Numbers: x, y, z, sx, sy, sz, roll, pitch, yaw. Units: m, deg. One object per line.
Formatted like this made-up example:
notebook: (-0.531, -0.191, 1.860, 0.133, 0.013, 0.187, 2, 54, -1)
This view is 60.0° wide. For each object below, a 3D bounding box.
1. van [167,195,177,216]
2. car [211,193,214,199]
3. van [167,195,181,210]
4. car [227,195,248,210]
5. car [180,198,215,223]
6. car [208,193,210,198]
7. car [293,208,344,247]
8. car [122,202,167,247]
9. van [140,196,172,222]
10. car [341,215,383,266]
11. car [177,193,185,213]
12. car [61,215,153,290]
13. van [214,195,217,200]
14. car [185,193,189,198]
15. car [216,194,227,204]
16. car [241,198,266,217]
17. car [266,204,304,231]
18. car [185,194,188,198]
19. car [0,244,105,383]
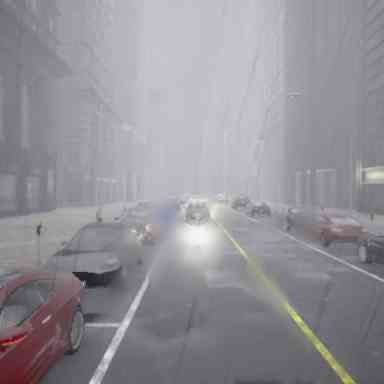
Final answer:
van: (-2.334, 1.317, 26.014, 1.690, 1.788, 3.998, 0, 0, 0)
car: (6.360, 1.460, 82.366, 1.967, 1.590, 4.097, 0, 0, 0)
van: (-2.283, 1.314, 42.923, 1.690, 1.788, 3.998, 0, 0, 0)
car: (6.242, 1.320, 42.912, 2.192, 1.841, 5.009, 0, 0, 0)
car: (0.428, 1.478, 25.343, 2.128, 1.511, 4.902, 0, 0, 0)
car: (6.394, 1.577, 93.639, 2.008, 1.369, 4.403, 0, 0, 0)
car: (6.157, 1.594, 14.732, 1.802, 1.307, 4.206, 0, 0, 0)
car: (-2.368, 1.421, 14.741, 1.967, 1.590, 4.097, 0, 0, 0)
van: (-2.351, 1.319, 20.378, 1.690, 1.788, 3.998, 0, 0, 0)
car: (6.140, 1.567, 9.095, 2.008, 1.369, 4.403, 0, 0, 0)
car: (-2.300, 1.288, 37.287, 2.192, 1.841, 5.009, 0, 0, 0)
car: (-2.385, 1.550, 9.105, 1.947, 1.339, 4.313, 0, 0, 0)
van: (6.326, 1.355, 71.093, 1.690, 1.788, 3.998, 0, 0, 0)
car: (-2.199, 1.548, 71.106, 1.947, 1.339, 4.313, 0, 0, 0)
car: (6.310, 1.536, 65.627, 1.752, 1.417, 4.829, 0, 0, 0)
car: (6.208, 1.551, 31.640, 1.887, 1.381, 4.507, 0, 0, 0)
car: (6.174, 1.561, 20.368, 2.008, 1.369, 4.403, 0, 0, 0)
car: (-2.233, 1.521, 59.833, 1.887, 1.381, 4.507, 0, 0, 0)
car: (-2.402, 1.570, 3.468, 1.802, 1.307, 4.206, 0, 0, 0)
